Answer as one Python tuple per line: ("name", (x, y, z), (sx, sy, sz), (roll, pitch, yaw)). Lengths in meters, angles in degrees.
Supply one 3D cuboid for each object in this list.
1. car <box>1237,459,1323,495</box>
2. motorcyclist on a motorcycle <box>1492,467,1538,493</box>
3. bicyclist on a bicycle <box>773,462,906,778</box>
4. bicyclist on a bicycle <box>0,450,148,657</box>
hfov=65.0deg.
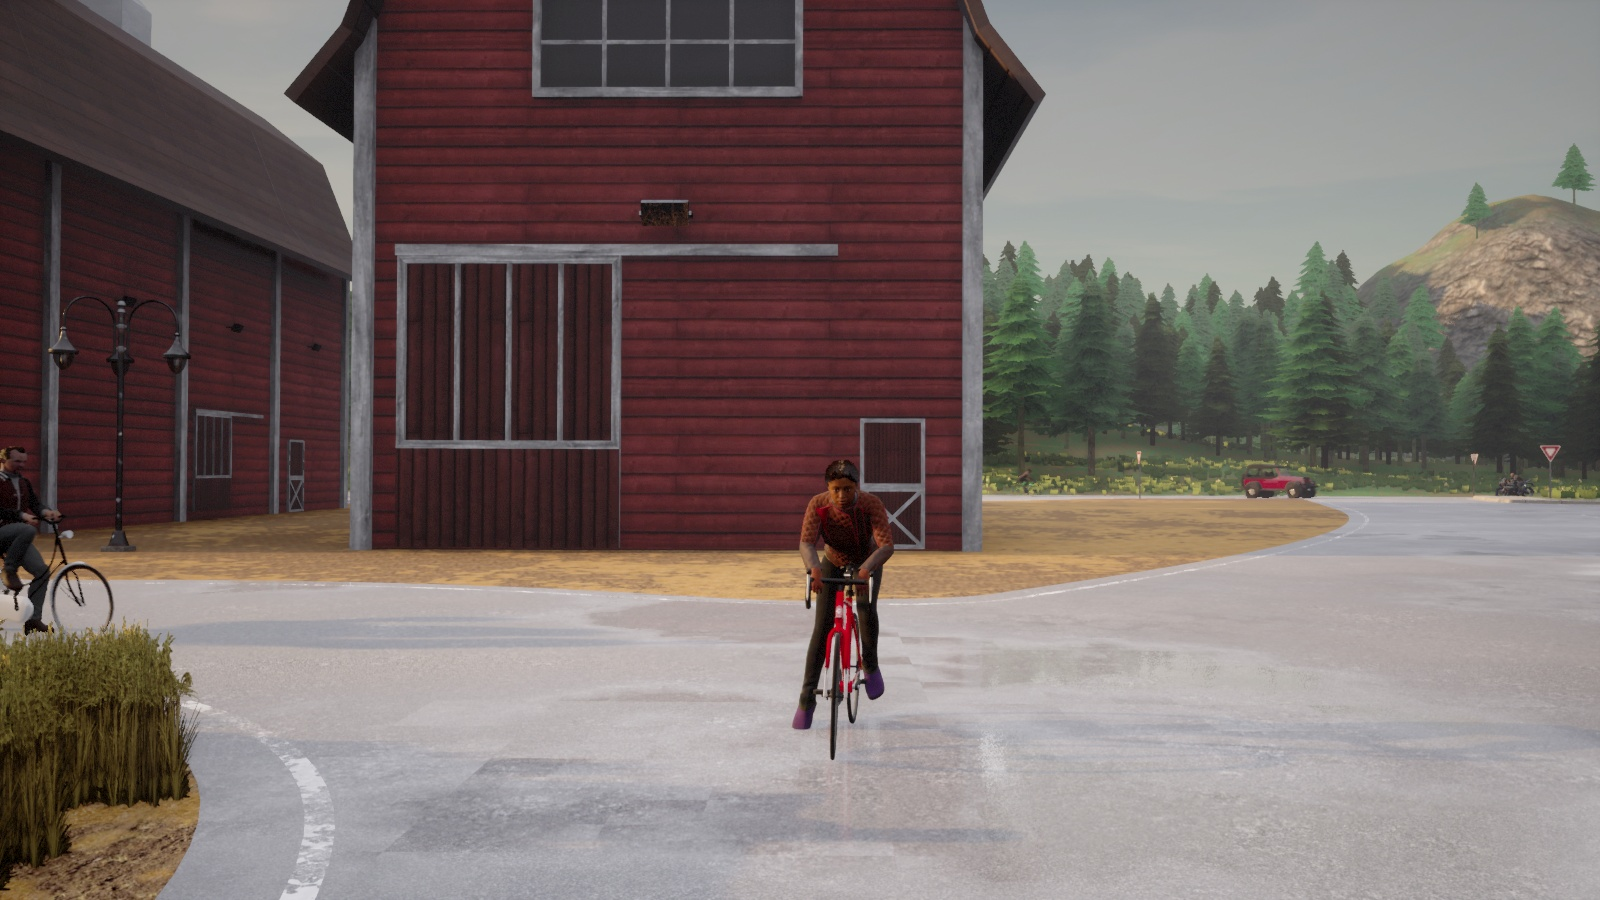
("car", (26.028, 1.488, 68.126), (1.905, 1.878, 3.866), (1, -2, -42))
("motorcyclist on a motorcycle", (42.290, 1.785, 74.324), (2.191, 1.530, 0.866), (0, -1, 2))
("bicyclist on a bicycle", (0.272, 0.881, 7.307), (0.582, 1.620, 1.656), (0, -1, 8))
("bicyclist on a bicycle", (-6.899, 0.902, 11.299), (1.843, 1.776, 0.659), (-1, -1, 13))
